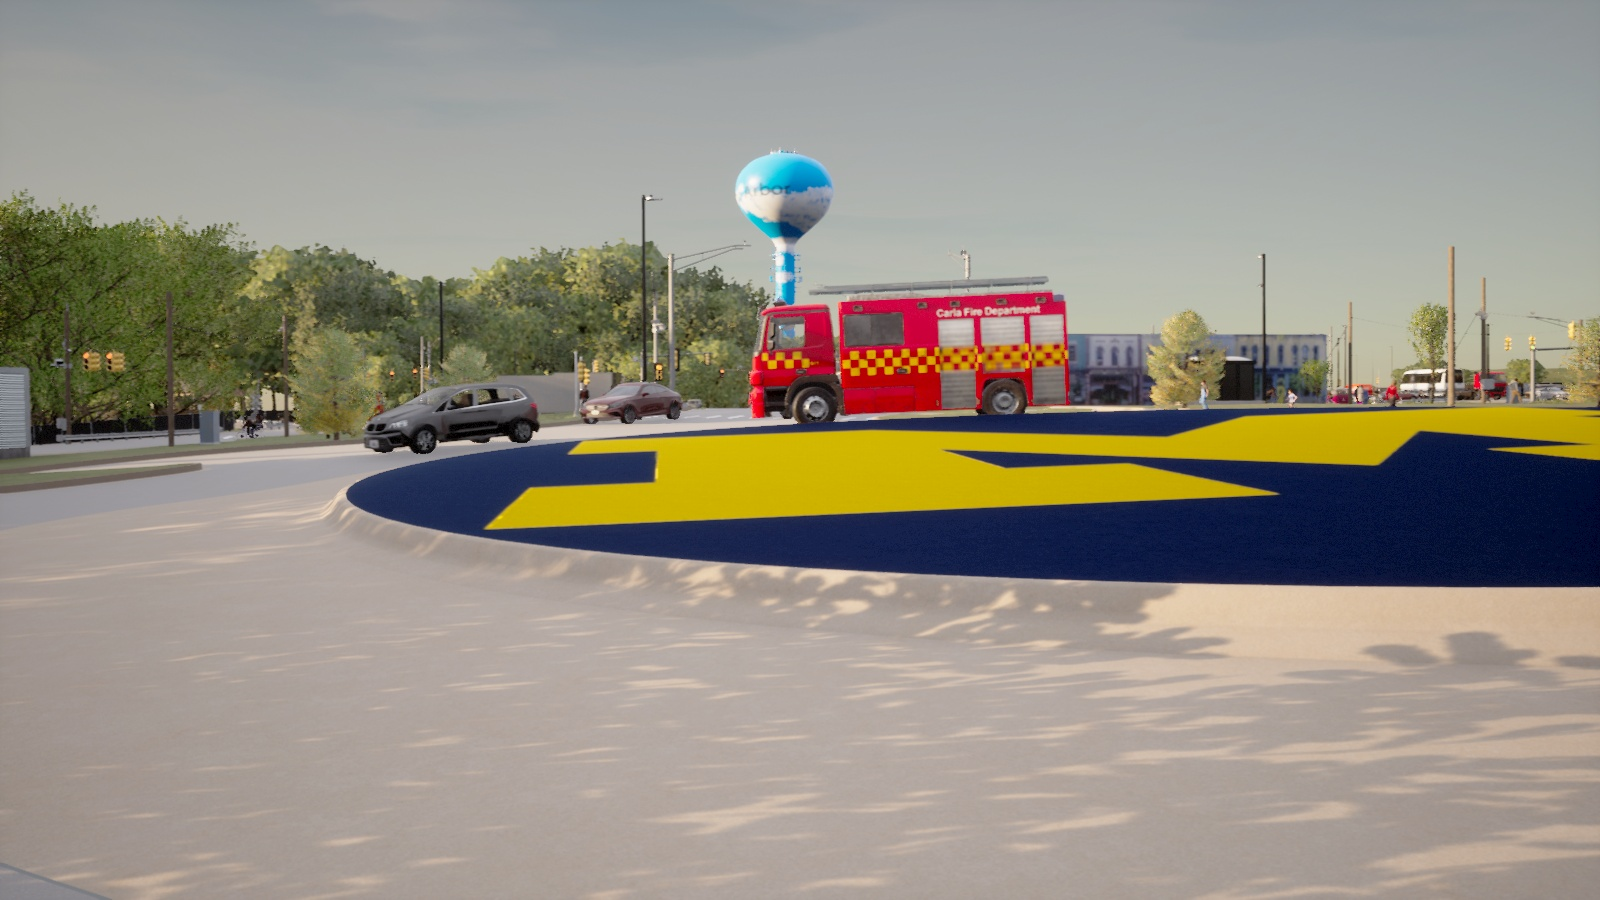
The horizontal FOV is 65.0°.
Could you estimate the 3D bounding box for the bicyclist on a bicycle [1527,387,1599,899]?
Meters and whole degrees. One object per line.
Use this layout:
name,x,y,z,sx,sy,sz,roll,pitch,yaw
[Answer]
bicyclist on a bicycle,3.160,0.632,3.658,1.656,1.620,0.582,0,4,9

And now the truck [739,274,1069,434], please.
truck,2.755,-2.527,34.147,8.468,3.827,2.891,-2,2,2

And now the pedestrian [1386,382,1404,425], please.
pedestrian,25.516,-1.979,53.870,0.636,1.846,0.331,0,1,-11

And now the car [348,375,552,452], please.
car,-9.138,-1.010,33.084,2.242,1.667,4.611,1,6,42

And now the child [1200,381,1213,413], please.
child,16.187,-2.128,50.021,0.437,1.263,0.270,0,1,-14

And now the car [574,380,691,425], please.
car,-6.011,-1.775,45.697,1.812,1.442,4.674,1,5,28
